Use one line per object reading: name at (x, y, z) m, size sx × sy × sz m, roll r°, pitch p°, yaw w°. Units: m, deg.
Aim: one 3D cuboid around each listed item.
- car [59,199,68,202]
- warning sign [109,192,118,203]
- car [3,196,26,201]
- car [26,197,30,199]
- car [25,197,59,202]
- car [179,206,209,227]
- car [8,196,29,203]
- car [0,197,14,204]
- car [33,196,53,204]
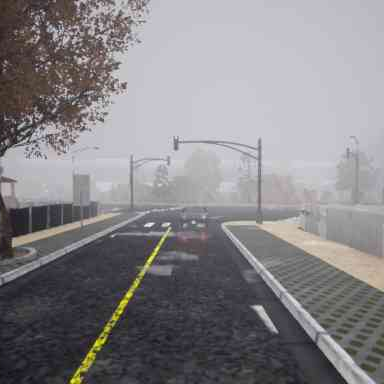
car at (-21.061, 1.810, 53.536) m, size 4.718 × 1.301 × 1.895 m, roll 0°, pitch 2°, yaw 36°
warning sign at (-14.247, 0.995, 60.260) m, size 1.060 × 1.860 × 1.300 m, roll 2°, pitch 1°, yaw 36°
car at (-34.290, 1.798, 63.251) m, size 5.008 × 1.535 × 1.882 m, roll -1°, pitch 2°, yaw 36°
car at (-32.988, 1.777, 66.323) m, size 4.181 × 1.385 × 1.994 m, roll -1°, pitch 2°, yaw 36°
car at (-23.035, 1.920, 50.950) m, size 4.718 × 1.301 × 1.895 m, roll 0°, pitch 2°, yaw 36°
car at (0.239, 1.596, 23.027) m, size 1.895 × 1.301 × 4.718 m, roll 0°, pitch 0°, yaw 3°
car at (-38.963, 1.610, 74.675) m, size 4.902 × 1.511 × 2.128 m, roll -1°, pitch 2°, yaw 36°
car at (-40.871, 1.734, 72.047) m, size 5.357 × 1.411 × 2.033 m, roll -1°, pitch 2°, yaw 36°
car at (-30.859, 1.658, 68.791) m, size 4.181 × 1.385 × 1.994 m, roll -1°, pitch 2°, yaw 36°
